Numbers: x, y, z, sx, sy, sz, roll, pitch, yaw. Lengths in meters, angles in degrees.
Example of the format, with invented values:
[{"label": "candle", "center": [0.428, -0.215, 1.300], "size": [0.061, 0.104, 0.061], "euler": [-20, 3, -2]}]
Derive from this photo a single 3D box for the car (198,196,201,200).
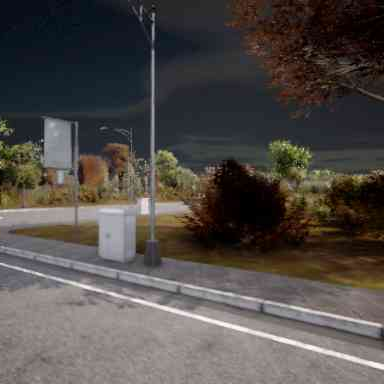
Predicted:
[{"label": "car", "center": [0.722, 1.410, 57.230], "size": [1.837, 1.490, 4.892], "euler": [0, 0, 33]}]
